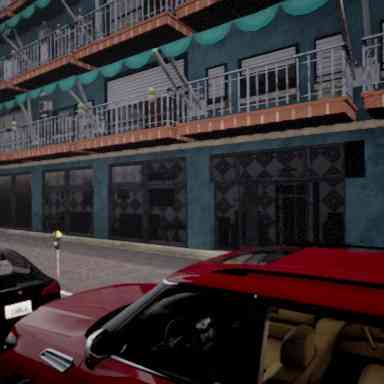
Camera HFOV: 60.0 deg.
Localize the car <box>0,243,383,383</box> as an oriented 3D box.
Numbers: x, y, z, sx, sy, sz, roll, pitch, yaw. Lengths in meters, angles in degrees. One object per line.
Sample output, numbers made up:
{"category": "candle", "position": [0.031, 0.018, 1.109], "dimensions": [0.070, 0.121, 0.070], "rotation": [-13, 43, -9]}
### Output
{"category": "car", "position": [0.648, 1.316, 2.274], "dimensions": [5.009, 1.841, 2.192], "rotation": [0, -1, 36]}
